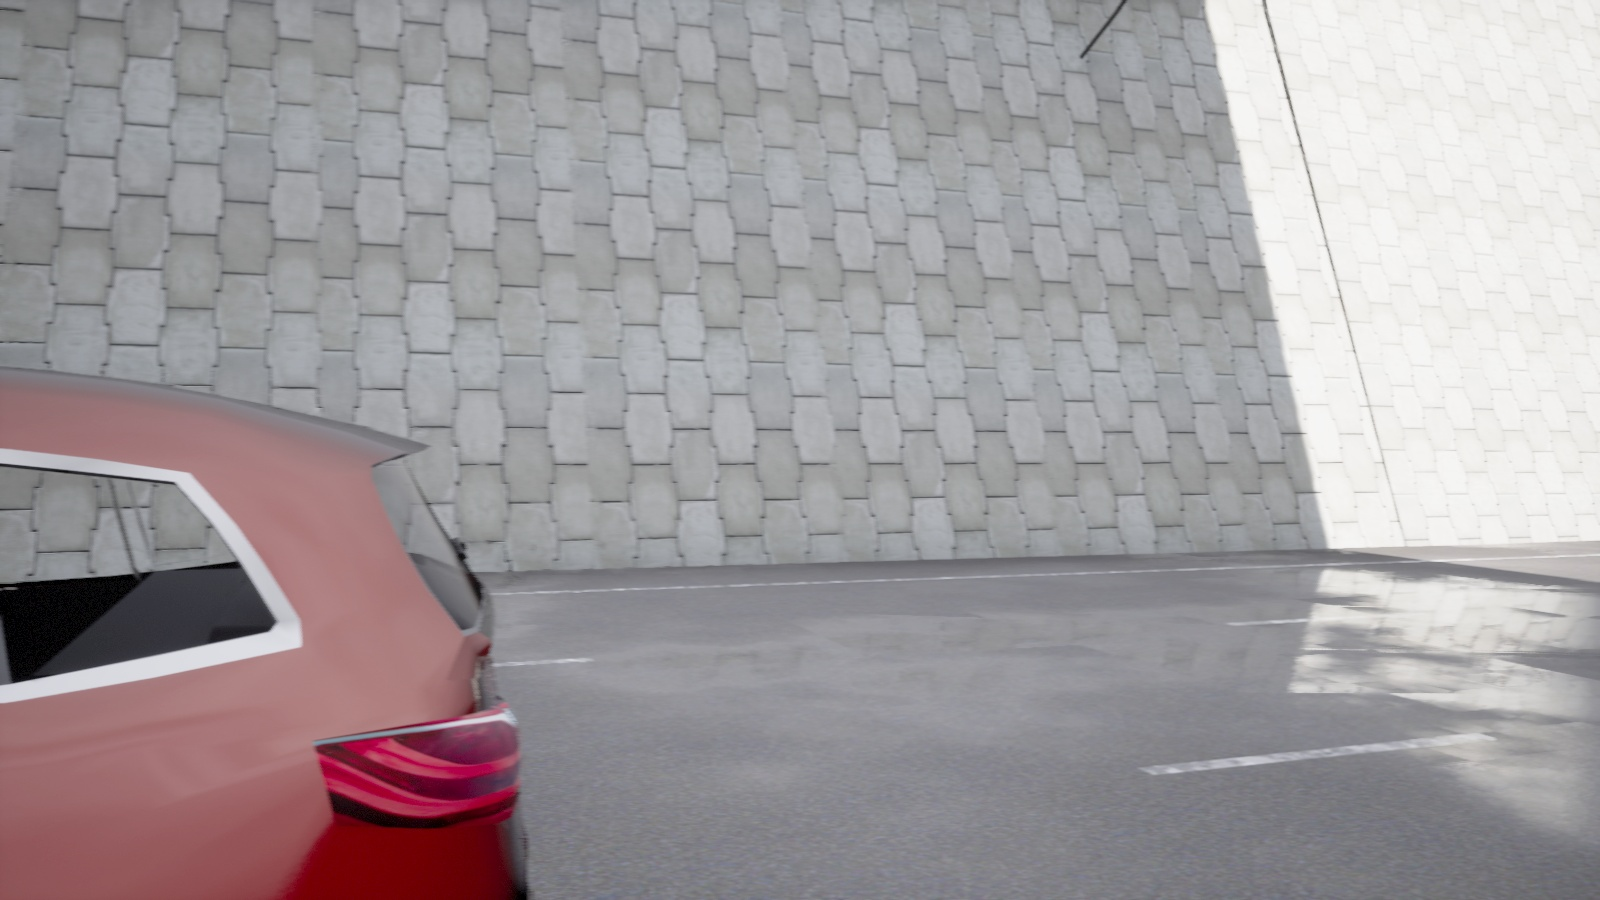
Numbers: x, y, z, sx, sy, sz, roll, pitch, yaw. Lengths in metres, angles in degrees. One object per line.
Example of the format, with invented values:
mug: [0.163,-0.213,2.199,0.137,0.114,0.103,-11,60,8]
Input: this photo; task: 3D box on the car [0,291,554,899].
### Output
car: [-2.925,0.639,2.127,4.611,1.667,2.242,-1,1,-21]
